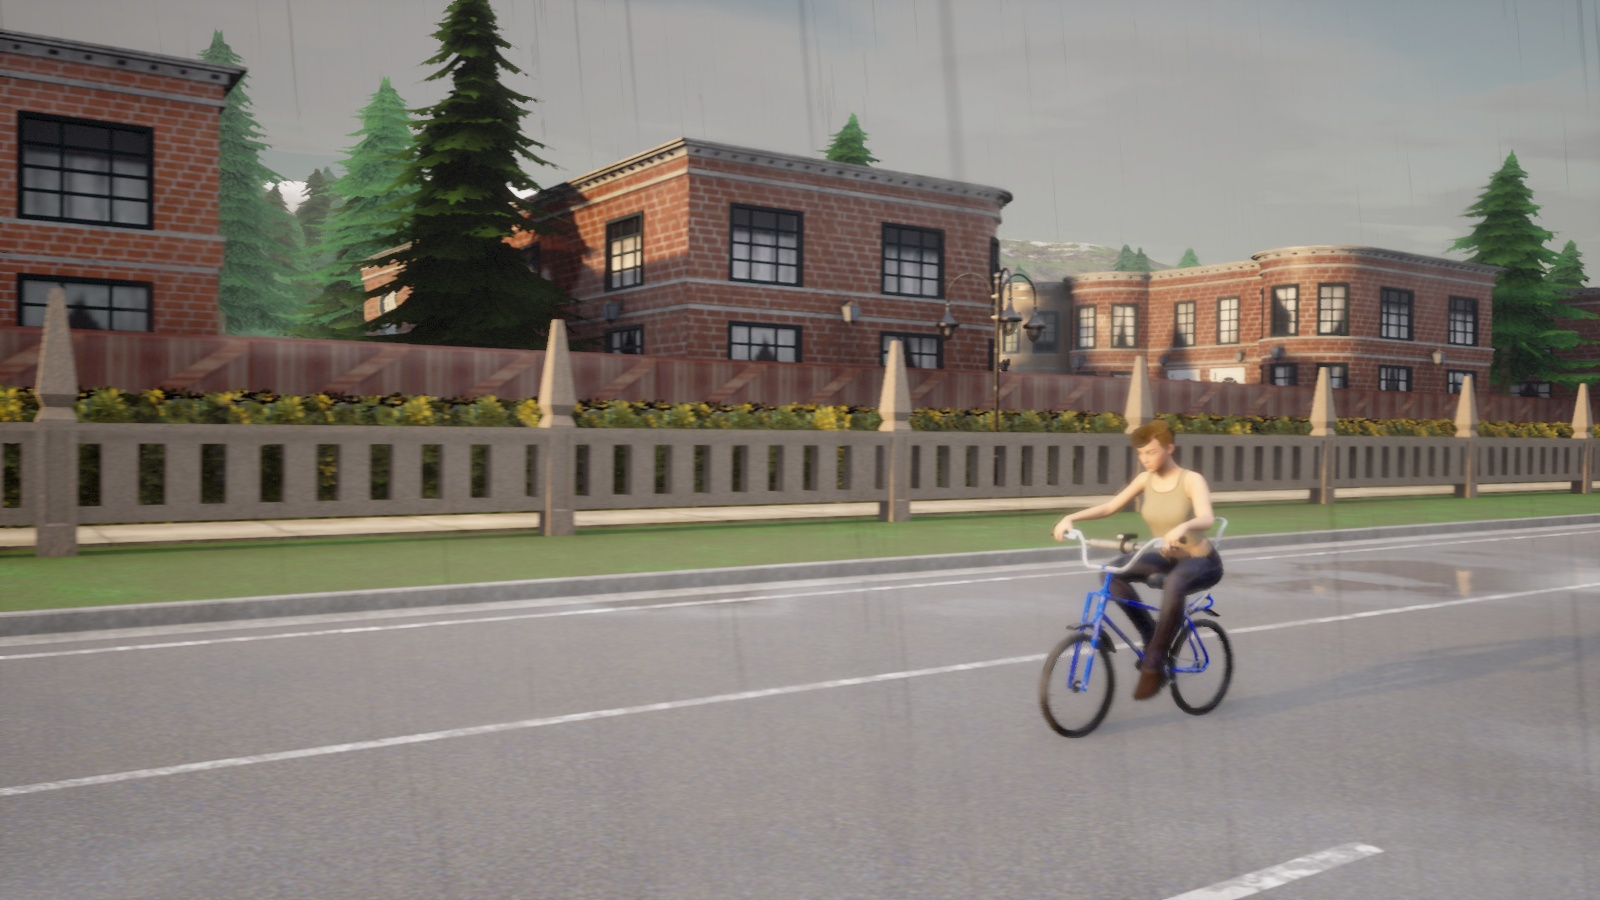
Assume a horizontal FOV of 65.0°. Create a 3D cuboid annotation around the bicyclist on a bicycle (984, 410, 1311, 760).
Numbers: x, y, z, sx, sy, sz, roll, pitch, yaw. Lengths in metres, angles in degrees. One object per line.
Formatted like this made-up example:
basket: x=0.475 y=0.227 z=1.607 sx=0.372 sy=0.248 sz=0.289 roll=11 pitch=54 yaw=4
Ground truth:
bicyclist on a bicycle: x=1.832 y=0.608 z=6.581 sx=1.509 sy=1.612 sz=0.866 roll=-1 pitch=1 yaw=-34
